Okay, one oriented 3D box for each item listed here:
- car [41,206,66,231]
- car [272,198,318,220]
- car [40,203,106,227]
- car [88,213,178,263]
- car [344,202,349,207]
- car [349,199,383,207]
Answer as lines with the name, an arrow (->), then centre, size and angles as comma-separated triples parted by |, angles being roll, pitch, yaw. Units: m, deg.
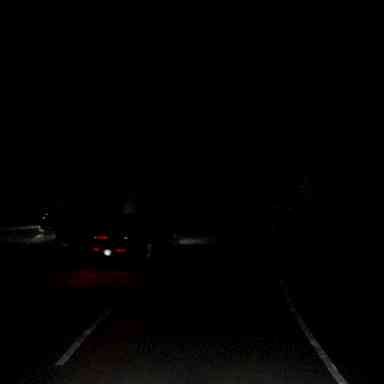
car -> -6.648, 1.366, 19.858 | 2.097, 1.767, 4.553 | 0, 0, 26
car -> 8.991, 1.370, 28.833 | 4.553, 1.767, 2.097 | 0, 0, -41
car -> -8.468, 1.580, 23.972 | 1.994, 1.385, 4.181 | 0, 0, 29
car -> -1.916, 1.515, 12.175 | 1.837, 1.490, 4.892 | -1, 0, 14
car -> 24.556, 1.631, 48.455 | 4.718, 1.301, 1.895 | 0, 0, -18
car -> 24.415, 1.574, 44.767 | 5.357, 1.411, 2.033 | 0, 0, -19
